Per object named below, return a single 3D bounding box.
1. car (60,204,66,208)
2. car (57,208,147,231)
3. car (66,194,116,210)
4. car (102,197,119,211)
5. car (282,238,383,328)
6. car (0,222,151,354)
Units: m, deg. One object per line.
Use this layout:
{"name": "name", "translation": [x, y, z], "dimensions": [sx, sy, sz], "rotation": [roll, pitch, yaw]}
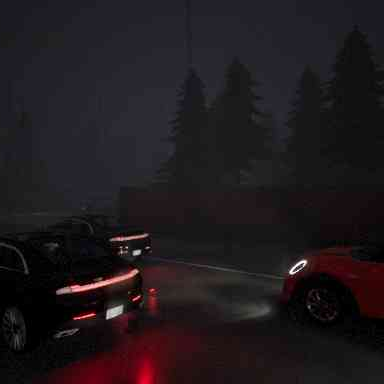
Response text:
{"name": "car", "translation": [-12.947, 1.601, 39.131], "dimensions": [1.895, 1.301, 4.718], "rotation": [0, 0, 35]}
{"name": "car", "translation": [-3.496, 1.492, 10.801], "dimensions": [4.902, 1.511, 2.128], "rotation": [0, 0, 37]}
{"name": "car", "translation": [-10.527, 1.221, 36.578], "dimensions": [2.150, 2.045, 5.566], "rotation": [0, 0, 32]}
{"name": "car", "translation": [-6.552, 1.547, 35.702], "dimensions": [2.033, 1.411, 5.357], "rotation": [0, 0, 36]}
{"name": "car", "translation": [3.885, 1.352, 5.521], "dimensions": [4.553, 1.767, 2.097], "rotation": [0, 0, 36]}
{"name": "car", "translation": [-3.061, 1.492, 6.147], "dimensions": [4.902, 1.511, 2.128], "rotation": [0, 0, 36]}
